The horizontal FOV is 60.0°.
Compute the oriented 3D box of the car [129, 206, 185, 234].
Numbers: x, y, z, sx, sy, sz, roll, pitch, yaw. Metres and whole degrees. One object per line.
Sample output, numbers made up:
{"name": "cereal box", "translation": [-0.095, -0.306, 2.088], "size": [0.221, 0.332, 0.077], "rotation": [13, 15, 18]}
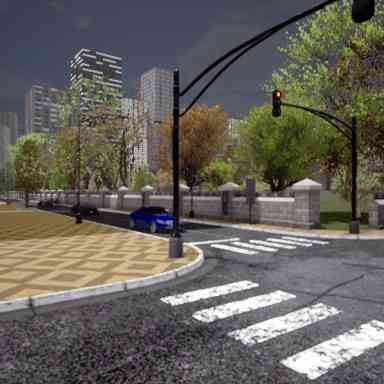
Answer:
{"name": "car", "translation": [-2.261, 1.575, 20.029], "size": [1.812, 1.442, 4.674], "rotation": [0, 0, -34]}

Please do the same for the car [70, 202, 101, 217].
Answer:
{"name": "car", "translation": [-10.207, 1.655, 31.721], "size": [1.994, 1.385, 4.181], "rotation": [0, 0, -34]}

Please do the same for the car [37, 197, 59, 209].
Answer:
{"name": "car", "translation": [-20.781, 1.711, 47.431], "size": [1.994, 1.385, 4.181], "rotation": [0, 0, -34]}

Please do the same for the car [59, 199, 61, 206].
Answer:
{"name": "car", "translation": [-24.196, 1.682, 58.003], "size": [2.128, 1.511, 4.902], "rotation": [0, 0, -34]}
